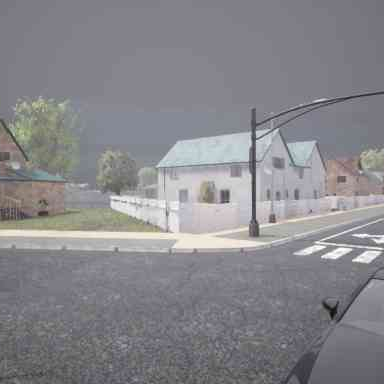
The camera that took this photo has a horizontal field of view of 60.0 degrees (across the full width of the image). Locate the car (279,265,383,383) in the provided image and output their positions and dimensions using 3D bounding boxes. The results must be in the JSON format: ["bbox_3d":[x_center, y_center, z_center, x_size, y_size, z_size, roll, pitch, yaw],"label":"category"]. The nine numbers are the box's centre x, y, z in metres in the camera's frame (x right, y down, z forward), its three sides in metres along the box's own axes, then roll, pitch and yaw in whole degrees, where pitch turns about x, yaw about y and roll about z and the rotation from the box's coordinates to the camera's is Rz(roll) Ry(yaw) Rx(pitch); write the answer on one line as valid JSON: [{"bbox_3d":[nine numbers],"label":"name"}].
[{"bbox_3d":[2.506,1.524,3.367,1.812,1.442,4.674,0,0,41],"label":"car"}]
